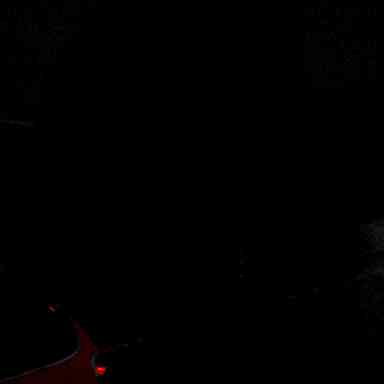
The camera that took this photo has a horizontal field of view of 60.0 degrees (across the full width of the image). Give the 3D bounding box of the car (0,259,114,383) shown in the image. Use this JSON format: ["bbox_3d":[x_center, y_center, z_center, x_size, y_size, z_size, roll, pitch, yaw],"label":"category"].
[{"bbox_3d":[-2.731,1.354,1.743,4.553,1.767,2.097,0,0,-35],"label":"car"}]
